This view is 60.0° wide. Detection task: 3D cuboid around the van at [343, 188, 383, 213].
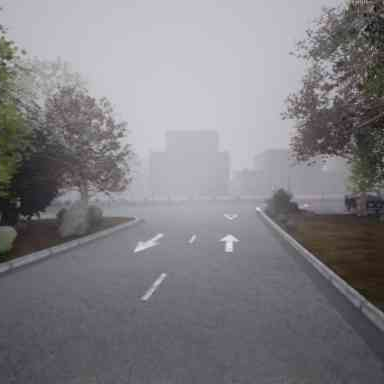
[{"bbox_3d":[14.421,0.695,28.412,1.878,1.987,4.442,-2,1,8],"label":"van"}]
